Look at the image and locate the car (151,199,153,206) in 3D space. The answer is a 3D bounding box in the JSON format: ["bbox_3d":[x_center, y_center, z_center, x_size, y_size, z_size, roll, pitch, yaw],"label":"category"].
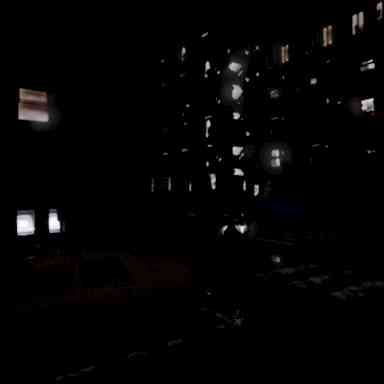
[{"bbox_3d":[-6.875,1.261,44.290,1.887,1.381,4.507,-1,1,-36],"label":"car"}]

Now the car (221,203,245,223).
[{"bbox_3d":[1.259,1.383,23.347,2.033,1.411,5.357,-1,1,-36],"label":"car"}]

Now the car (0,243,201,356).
[{"bbox_3d":[-2.125,1.514,5.051,4.829,1.417,1.752,-1,0,-35],"label":"car"}]

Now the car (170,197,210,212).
[{"bbox_3d":[-0.336,1.246,35.256,1.752,1.417,4.829,-1,1,-36],"label":"car"}]

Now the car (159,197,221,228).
[{"bbox_3d":[-0.397,1.321,21.047,1.967,1.590,4.097,-1,1,-36],"label":"car"}]

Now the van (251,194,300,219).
[{"bbox_3d":[6.401,1.076,25.944,1.690,1.788,3.998,-1,1,-36],"label":"van"}]
